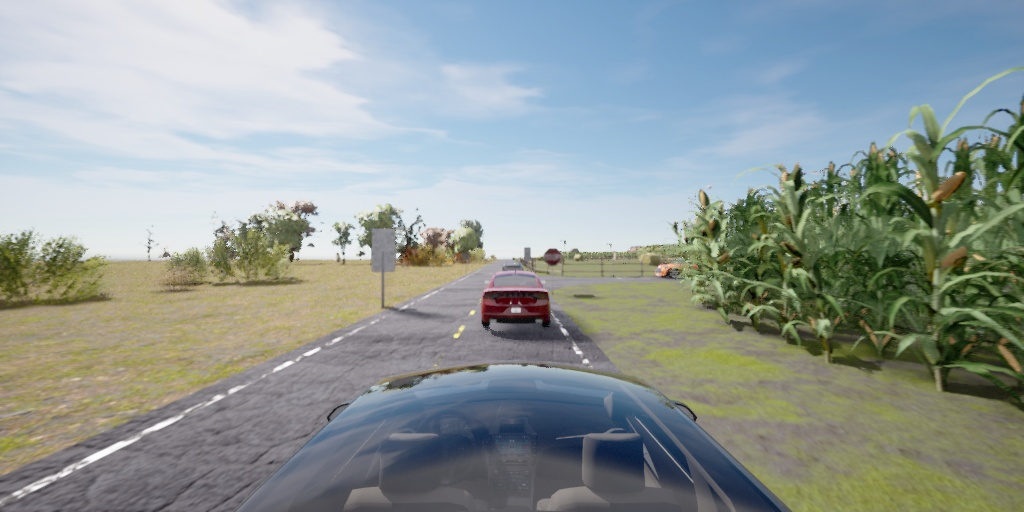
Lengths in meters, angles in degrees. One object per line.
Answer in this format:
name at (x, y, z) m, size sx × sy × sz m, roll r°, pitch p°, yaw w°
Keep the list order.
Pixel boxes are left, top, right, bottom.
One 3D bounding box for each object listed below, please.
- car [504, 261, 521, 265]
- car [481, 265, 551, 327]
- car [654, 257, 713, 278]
car at (0.061, 1.172, 31.929) m, size 2.128 × 1.511 × 4.902 m, roll 0°, pitch 0°, yaw 0°
car at (0.102, 1.204, 11.449) m, size 1.882 × 1.535 × 5.008 m, roll 0°, pitch 0°, yaw 0°
car at (14.232, 0.909, 29.636) m, size 4.553 × 1.767 × 2.097 m, roll -1°, pitch -1°, yaw -1°
